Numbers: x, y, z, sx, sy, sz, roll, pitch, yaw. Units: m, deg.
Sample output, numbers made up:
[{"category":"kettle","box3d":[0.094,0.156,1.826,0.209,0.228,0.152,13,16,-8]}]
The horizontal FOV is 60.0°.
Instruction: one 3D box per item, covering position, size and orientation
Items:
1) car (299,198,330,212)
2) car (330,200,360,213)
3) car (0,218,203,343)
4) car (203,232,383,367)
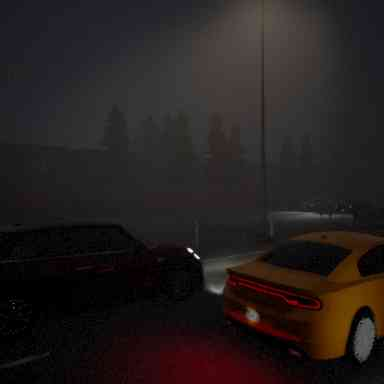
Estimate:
[{"category":"car","box3d":[13.515,1.358,35.853,4.674,1.442,1.812,0,0,-36]},{"category":"car","box3d":[16.447,1.477,33.662,4.718,1.301,1.895,0,0,-37]},{"category":"car","box3d":[-1.952,1.342,6.700,4.553,1.767,2.097,0,0,-36]},{"category":"car","box3d":[2.787,1.448,5.831,5.008,1.535,1.882,-1,0,-36]}]
